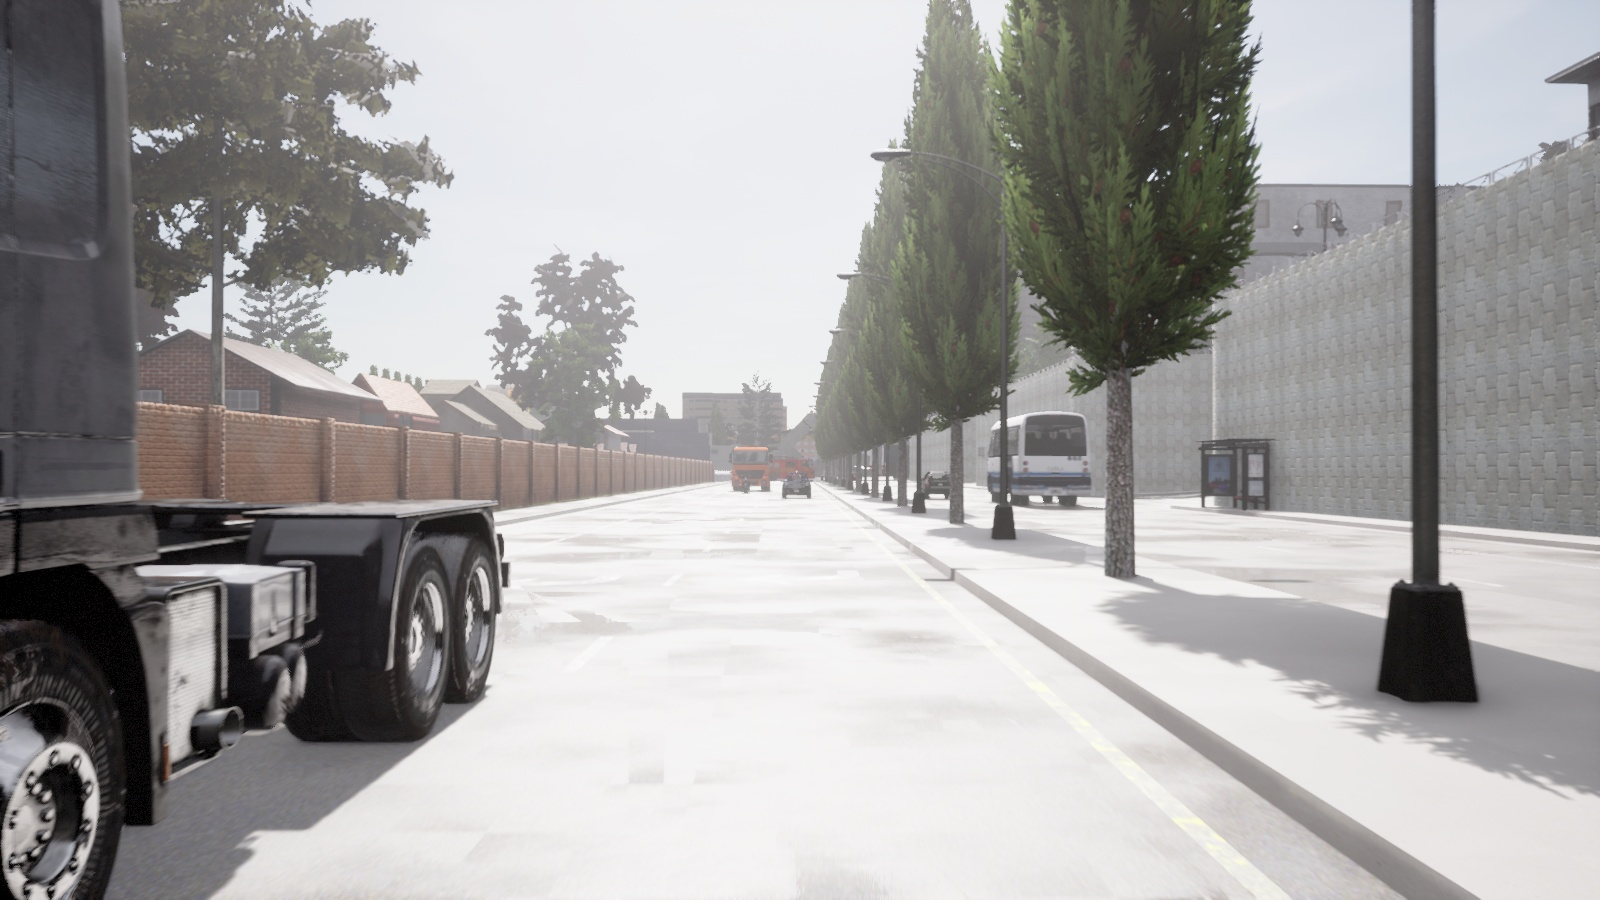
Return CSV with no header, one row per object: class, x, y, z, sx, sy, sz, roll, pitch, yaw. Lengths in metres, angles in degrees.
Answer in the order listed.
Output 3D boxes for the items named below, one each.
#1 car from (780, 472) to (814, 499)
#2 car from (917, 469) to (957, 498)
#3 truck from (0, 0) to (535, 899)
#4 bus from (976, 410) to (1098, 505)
car,-0.174,2.032,71.819,1.845,1.501,3.633,0,-1,0
car,7.824,1.882,72.032,1.851,1.617,3.988,0,-1,0
truck,-3.518,-0.058,5.899,2.891,3.462,7.936,0,-1,0
bus,11.346,0.410,61.347,3.944,4.253,10.273,0,-1,0
